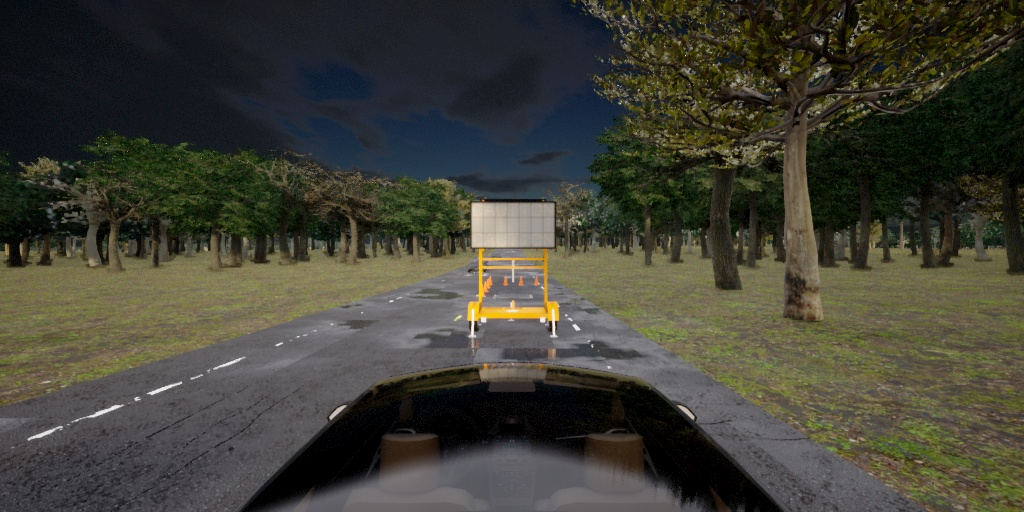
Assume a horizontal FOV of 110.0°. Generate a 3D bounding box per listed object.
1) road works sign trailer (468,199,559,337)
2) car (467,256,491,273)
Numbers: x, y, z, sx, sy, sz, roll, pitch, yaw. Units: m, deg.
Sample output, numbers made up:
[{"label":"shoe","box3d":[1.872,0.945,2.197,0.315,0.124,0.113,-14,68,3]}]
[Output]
[{"label":"road works sign trailer","box3d":[0.034,0.198,10.187,2.380,3.560,2.880,0,0,0]},{"label":"car","box3d":[-3.475,0.967,37.104,1.837,1.490,4.892,0,1,0]}]
